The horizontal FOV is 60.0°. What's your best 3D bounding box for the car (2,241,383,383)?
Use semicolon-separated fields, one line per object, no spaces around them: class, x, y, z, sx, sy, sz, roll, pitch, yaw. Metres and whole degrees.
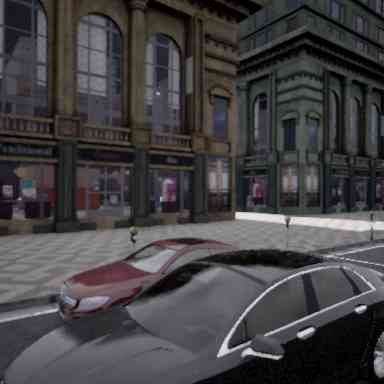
car;0.591;1.505;3.801;4.892;1.490;1.837;0;0;-36

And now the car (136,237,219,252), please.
car;-0.323;1.582;6.416;4.206;1.307;1.802;0;0;-36
